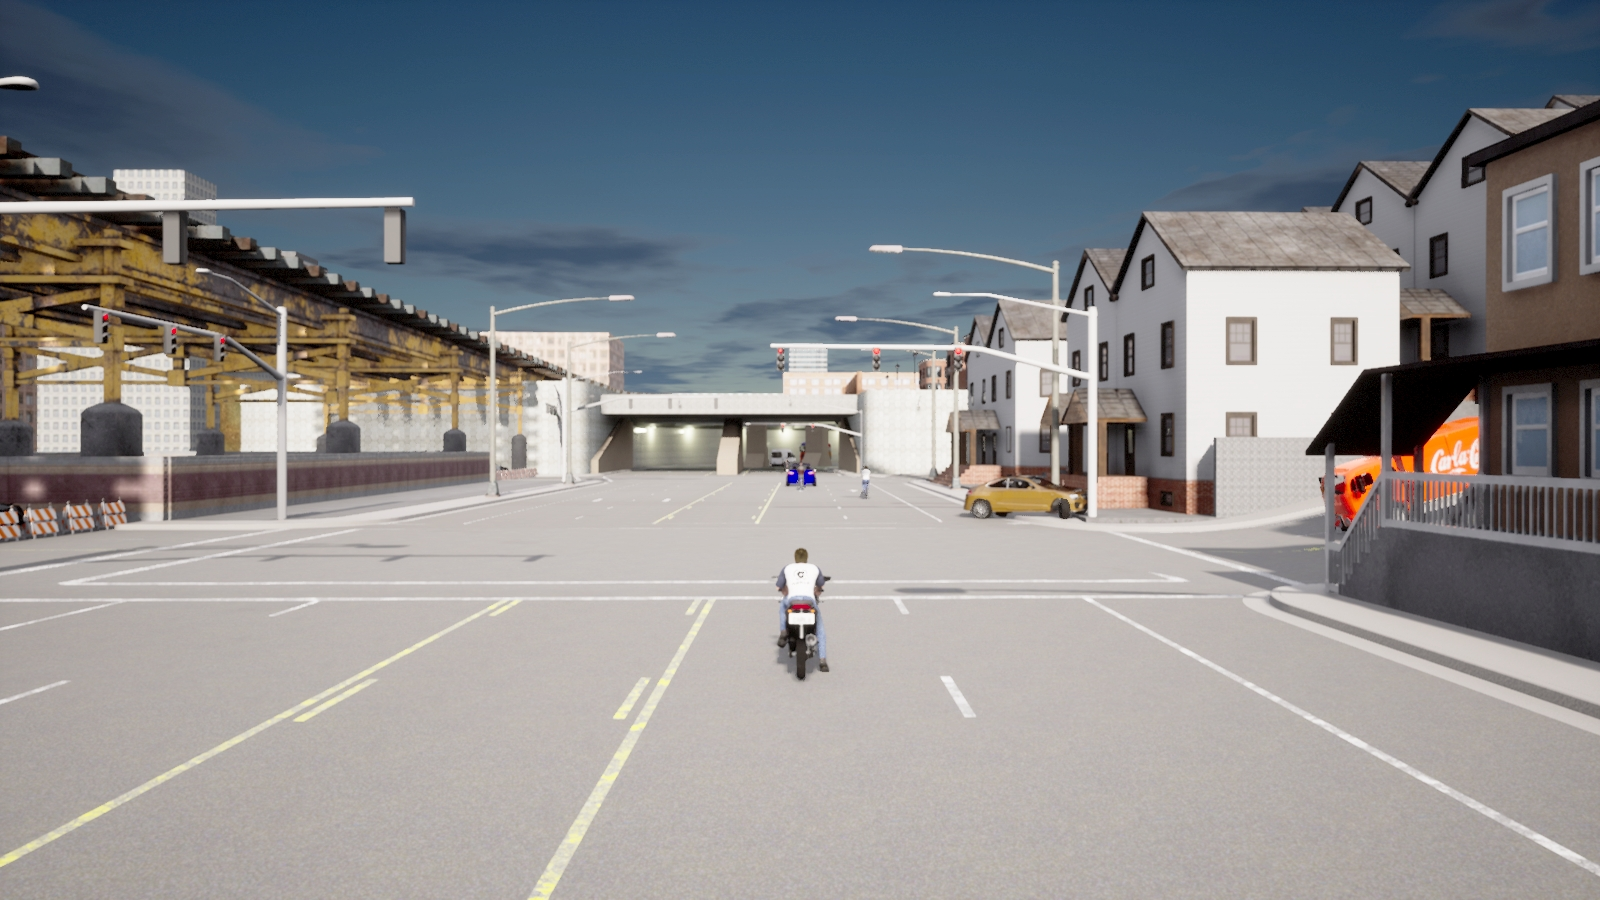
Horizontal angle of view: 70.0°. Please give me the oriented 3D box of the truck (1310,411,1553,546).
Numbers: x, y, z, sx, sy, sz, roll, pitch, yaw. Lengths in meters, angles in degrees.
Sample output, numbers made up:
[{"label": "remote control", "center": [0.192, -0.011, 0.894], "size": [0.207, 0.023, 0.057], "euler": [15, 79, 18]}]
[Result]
[{"label": "truck", "center": [18.397, 0.796, 33.538], "size": [5.204, 2.467, 2.627], "euler": [-16, 0, -1]}]

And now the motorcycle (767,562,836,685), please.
[{"label": "motorcycle", "center": [0.016, 2.132, 14.390], "size": [0.803, 1.224, 2.033], "euler": [0, 1, 0]}]

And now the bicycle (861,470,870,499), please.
[{"label": "bicycle", "center": [3.562, 1.875, 61.916], "size": [0.373, 1.521, 1.643], "euler": [0, 0, 0]}]

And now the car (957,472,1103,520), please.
[{"label": "car", "center": [8.855, 1.796, 44.212], "size": [5.027, 1.651, 2.152], "euler": [-3, 0, 36]}]
